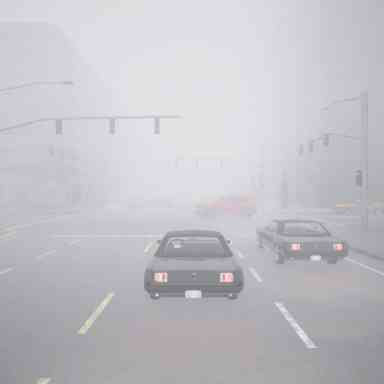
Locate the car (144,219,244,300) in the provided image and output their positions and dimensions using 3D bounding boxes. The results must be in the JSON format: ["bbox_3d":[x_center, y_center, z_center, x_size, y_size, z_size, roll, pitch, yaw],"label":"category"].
[{"bbox_3d":[0.044,1.601,8.369,1.895,1.301,4.718,0,0,0],"label":"car"}]

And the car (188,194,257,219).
[{"bbox_3d":[2.828,1.247,28.329,5.566,2.045,2.150,0,-1,-22],"label":"car"}]

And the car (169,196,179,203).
[{"bbox_3d":[-3.770,1.552,70.064,1.994,1.385,4.181,0,0,1],"label":"car"}]

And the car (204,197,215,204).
[{"bbox_3d":[3.252,1.601,62.967,1.895,1.301,4.718,0,0,1],"label":"car"}]

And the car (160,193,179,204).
[{"bbox_3d":[-3.935,1.221,60.152,2.150,2.045,5.566,0,0,1],"label":"car"}]

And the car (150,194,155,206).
[{"bbox_3d":[-7.498,1.526,54.517,1.812,1.442,4.674,0,0,1],"label":"car"}]

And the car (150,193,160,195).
[{"bbox_3d":[-7.361,1.221,64.853,2.150,2.045,5.566,0,0,1],"label":"car"}]

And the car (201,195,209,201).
[{"bbox_3d":[3.409,1.553,87.482,1.994,1.385,4.181,0,0,1],"label":"car"}]

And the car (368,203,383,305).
[{"bbox_3d":[3.594,1.221,2.002,2.150,2.045,5.566,0,0,0],"label":"car"}]

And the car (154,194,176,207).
[{"bbox_3d":[-4.006,1.492,50.457,2.128,1.511,4.902,0,0,0],"label":"car"}]

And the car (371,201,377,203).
[{"bbox_3d":[19.913,1.547,30.863,4.902,1.511,2.128,0,0,0],"label":"car"}]

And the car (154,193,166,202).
[{"bbox_3d":[-7.216,1.222,75.286,2.150,2.045,5.566,0,0,1],"label":"car"}]

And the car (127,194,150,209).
[{"bbox_3d":[-7.550,1.352,45.769,2.097,1.767,4.553,0,0,1],"label":"car"}]

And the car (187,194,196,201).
[{"bbox_3d":[-0.092,1.355,87.354,2.097,1.767,4.553,0,0,1],"label":"car"}]

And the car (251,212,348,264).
[{"bbox_3d":[3.551,1.601,11.754,1.895,1.301,4.718,0,0,0],"label":"car"}]

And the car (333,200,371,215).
[{"bbox_3d":[17.215,1.533,34.366,5.008,1.535,1.882,0,0,0],"label":"car"}]
